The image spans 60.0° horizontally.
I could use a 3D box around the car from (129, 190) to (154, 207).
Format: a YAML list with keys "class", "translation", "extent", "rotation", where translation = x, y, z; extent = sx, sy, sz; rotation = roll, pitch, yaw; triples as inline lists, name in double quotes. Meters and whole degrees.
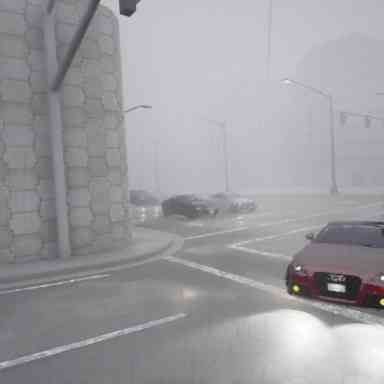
- class: "car"
  translation: [-5.480, 0.557, 35.397]
  extent: [2.097, 1.767, 4.553]
  rotation: [-5, 3, -35]

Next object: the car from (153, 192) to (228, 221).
- class: "car"
  translation: [-0.231, 0.936, 21.927]
  extent: [2.128, 1.511, 4.902]
  rotation: [-5, 3, -35]

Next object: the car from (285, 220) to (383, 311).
- class: "car"
  translation: [3.639, 1.361, 7.422]
  extent: [1.994, 1.385, 4.181]
  rotation: [-1, 3, 35]

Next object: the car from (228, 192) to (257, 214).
- class: "car"
  translation: [2.572, 0.735, 24.016]
  extent: [1.812, 1.442, 4.674]
  rotation: [-5, 3, -35]
